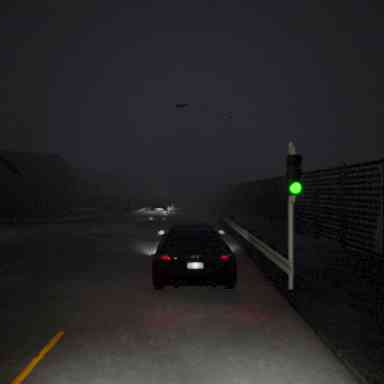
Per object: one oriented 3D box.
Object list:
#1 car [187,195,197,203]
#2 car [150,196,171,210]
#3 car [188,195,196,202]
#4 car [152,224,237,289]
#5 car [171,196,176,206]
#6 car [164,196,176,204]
[{"bbox_3d":[-0.021,1.465,65.853,1.812,1.442,4.674,0,0,0],"label":"car"},{"bbox_3d":[-4.107,1.439,42.164,1.882,1.535,5.008,0,0,0],"label":"car"},{"bbox_3d":[-0.026,1.455,76.094,1.812,1.442,4.674,0,0,0],"label":"car"},{"bbox_3d":[-0.001,1.556,9.191,1.994,1.385,4.181,0,0,-2],"label":"car"},{"bbox_3d":[-4.082,1.444,51.429,2.128,1.511,4.902,0,0,0],"label":"car"},{"bbox_3d":[-4.021,1.491,61.738,2.033,1.411,5.357,0,0,0],"label":"car"}]
